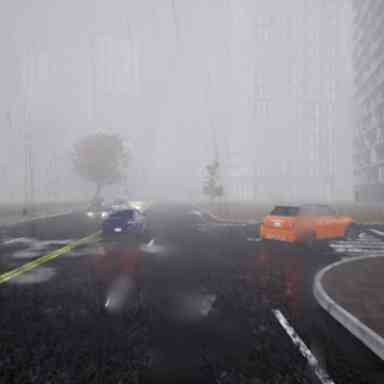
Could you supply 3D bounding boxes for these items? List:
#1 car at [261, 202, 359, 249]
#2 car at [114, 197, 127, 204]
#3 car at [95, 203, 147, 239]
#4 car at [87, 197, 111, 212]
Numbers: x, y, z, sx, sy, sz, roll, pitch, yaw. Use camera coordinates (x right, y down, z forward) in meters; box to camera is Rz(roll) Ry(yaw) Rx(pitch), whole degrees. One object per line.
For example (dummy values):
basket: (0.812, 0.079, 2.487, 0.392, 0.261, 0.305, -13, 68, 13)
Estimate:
car: (5.121, 1.274, 14.269, 4.553, 1.767, 2.097, 0, 0, -35)
car: (-12.461, 1.647, 58.240, 1.994, 1.385, 4.181, 0, 0, -4)
car: (-3.445, 1.552, 17.479, 1.812, 1.442, 4.674, 0, 0, -2)
car: (-11.152, 1.413, 40.205, 2.097, 1.767, 4.553, 0, 0, -4)
